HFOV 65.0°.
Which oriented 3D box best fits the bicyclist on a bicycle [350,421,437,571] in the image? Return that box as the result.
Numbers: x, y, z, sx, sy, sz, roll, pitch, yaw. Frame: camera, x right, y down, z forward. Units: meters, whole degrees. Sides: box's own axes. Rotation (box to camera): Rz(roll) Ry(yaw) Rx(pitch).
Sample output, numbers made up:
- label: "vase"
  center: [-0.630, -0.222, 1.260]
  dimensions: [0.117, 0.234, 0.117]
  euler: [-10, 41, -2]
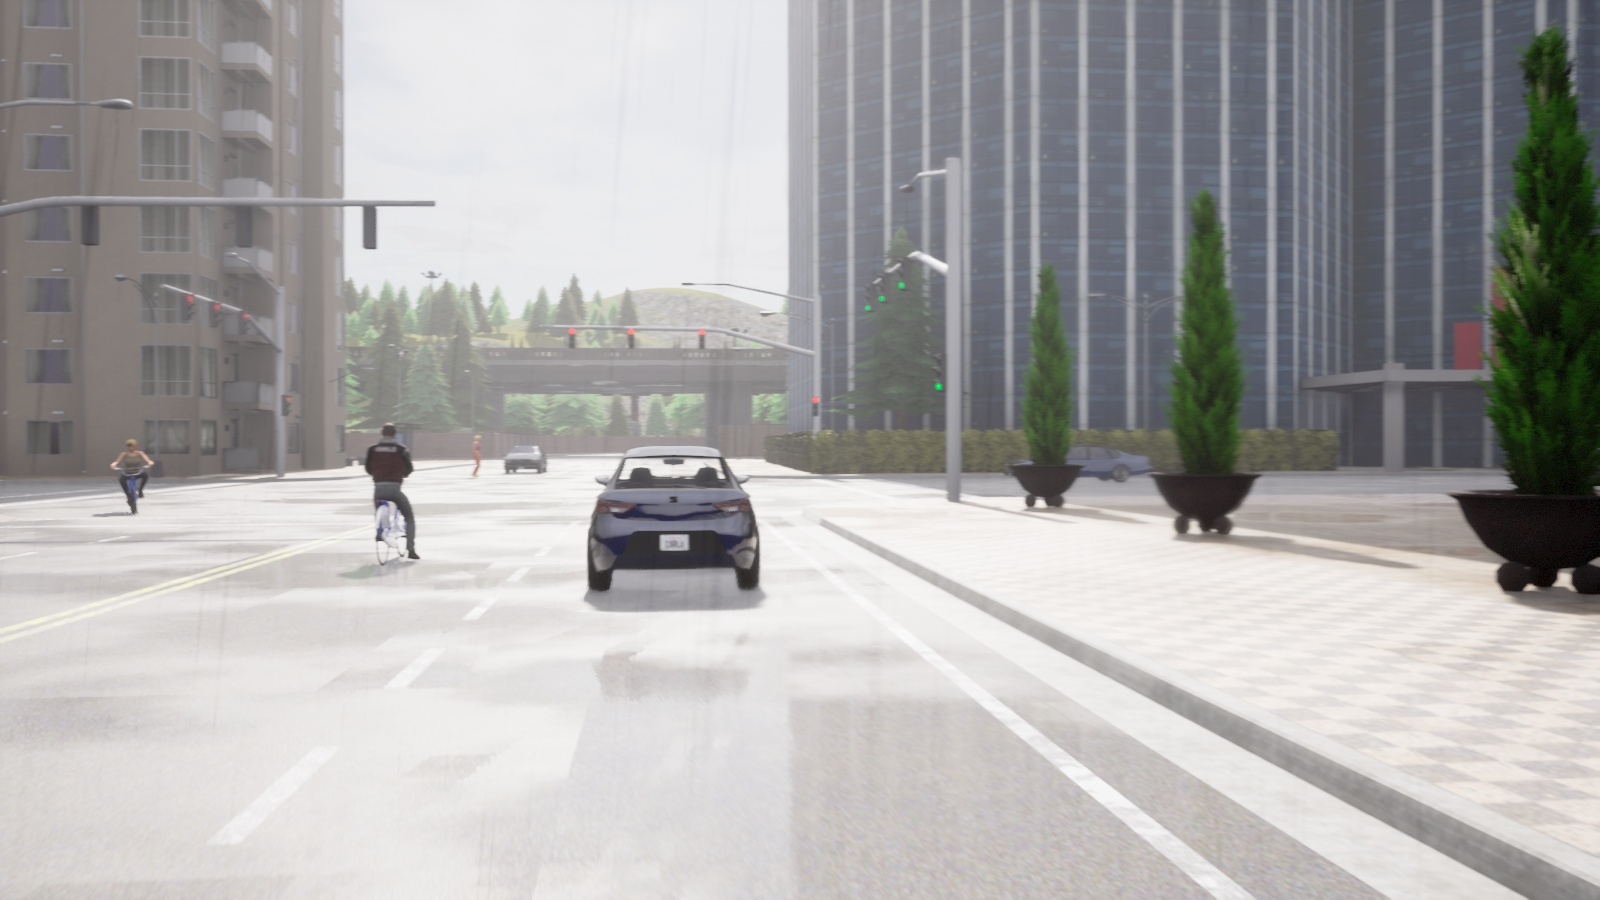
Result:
- label: "bicyclist on a bicycle"
  center: [-5.078, 0.532, 15.787]
  dimensions: [0.659, 1.776, 1.843]
  euler: [0, 1, -6]

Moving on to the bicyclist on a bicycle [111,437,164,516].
- label: "bicyclist on a bicycle"
  center: [-14.236, 0.542, 27.005]
  dimensions: [0.866, 1.612, 1.509]
  euler: [-2, 1, -25]

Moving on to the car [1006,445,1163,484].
- label: "car"
  center: [10.585, 0.522, 46.927]
  dimensions: [5.357, 1.411, 2.033]
  euler: [0, 0, -7]

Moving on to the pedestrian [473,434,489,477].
- label: "pedestrian"
  center: [-13.666, 0.222, 53.820]
  dimensions: [0.594, 1.836, 0.345]
  euler: [0, 0, 2]

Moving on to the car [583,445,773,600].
- label: "car"
  center: [-1.387, 0.682, 14.159]
  dimensions: [1.816, 1.474, 4.193]
  euler: [0, 0, -6]

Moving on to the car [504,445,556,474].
- label: "car"
  center: [-13.657, 0.445, 63.825]
  dimensions: [2.033, 1.411, 5.357]
  euler: [0, 0, -6]

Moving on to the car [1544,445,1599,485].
- label: "car"
  center: [30.203, 0.515, 45.667]
  dimensions: [5.357, 1.411, 2.033]
  euler: [0, 0, -8]
